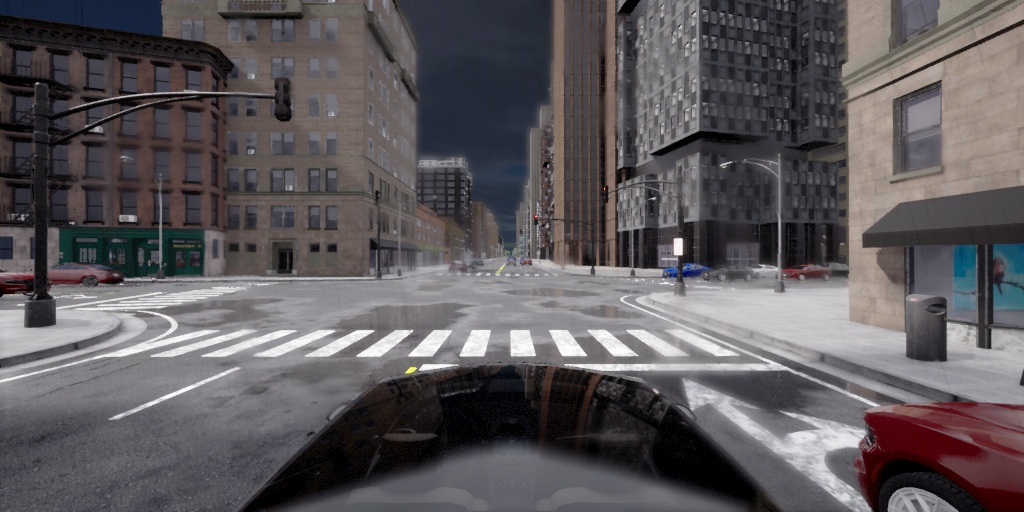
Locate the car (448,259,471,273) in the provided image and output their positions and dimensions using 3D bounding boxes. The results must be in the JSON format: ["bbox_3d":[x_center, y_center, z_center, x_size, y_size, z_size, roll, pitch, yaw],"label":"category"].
[{"bbox_3d":[-6.676,1.284,44.741,1.812,1.442,4.674,0,0,0],"label":"car"}]

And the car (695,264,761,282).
[{"bbox_3d":[19.276,1.515,32.067,4.892,1.490,1.837,1,0,-17],"label":"car"}]

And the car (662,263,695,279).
[{"bbox_3d":[17.024,1.487,34.810,5.008,1.535,1.882,1,0,-16],"label":"car"}]

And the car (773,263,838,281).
[{"bbox_3d":[28.327,1.594,34.640,5.008,1.535,1.882,1,0,-15],"label":"car"}]

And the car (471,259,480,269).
[{"bbox_3d":[-6.687,1.252,55.742,2.128,1.511,4.902,0,0,0],"label":"car"}]

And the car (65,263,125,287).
[{"bbox_3d":[-25.266,1.068,20.569,4.181,1.385,1.994,1,0,-17],"label":"car"}]

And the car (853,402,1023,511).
[{"bbox_3d":[3.353,1.228,0.439,1.882,1.535,5.008,0,0,0],"label":"car"}]

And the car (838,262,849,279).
[{"bbox_3d":[35.015,1.571,39.664,4.553,1.767,2.097,1,0,-13],"label":"car"}]

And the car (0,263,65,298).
[{"bbox_3d":[-22.331,0.962,14.468,5.008,1.535,1.882,1,0,-17],"label":"car"}]

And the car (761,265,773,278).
[{"bbox_3d":[26.006,1.640,37.381,4.674,1.442,1.812,1,0,-15],"label":"car"}]
